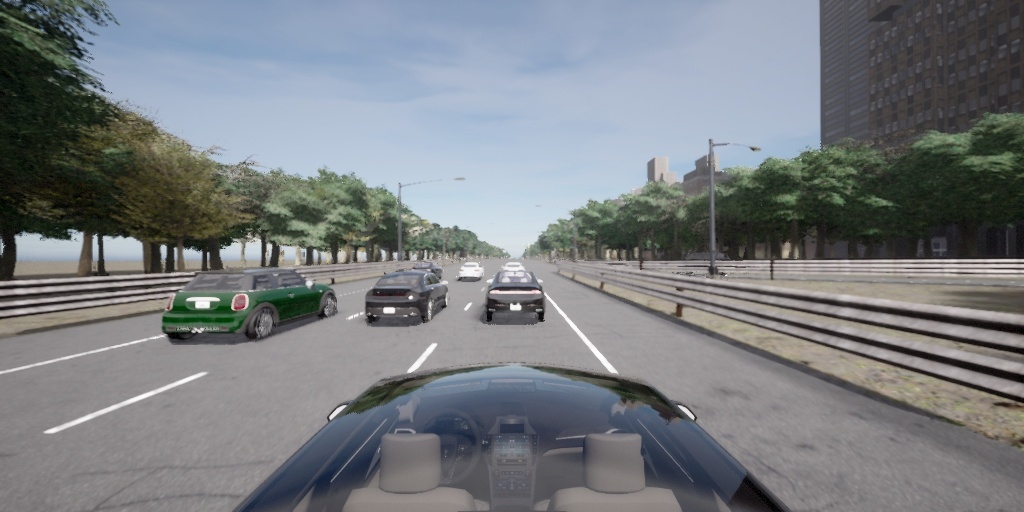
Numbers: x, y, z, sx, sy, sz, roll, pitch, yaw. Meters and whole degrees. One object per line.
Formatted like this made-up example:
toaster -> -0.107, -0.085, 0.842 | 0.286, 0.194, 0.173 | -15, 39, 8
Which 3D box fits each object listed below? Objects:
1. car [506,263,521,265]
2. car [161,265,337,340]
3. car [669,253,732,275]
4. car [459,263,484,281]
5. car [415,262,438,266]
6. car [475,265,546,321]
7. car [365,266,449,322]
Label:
car -> 0.124, 1.285, 30.483 | 1.812, 1.442, 4.674 | 0, 0, 0
car -> -6.896, 1.108, 10.118 | 2.097, 1.767, 4.553 | 0, 0, 0
car -> 17.342, 0.762, 33.323 | 2.150, 2.045, 5.566 | 0, -1, -30
car -> -3.390, 1.285, 30.459 | 1.812, 1.442, 4.674 | 0, 0, 0
car -> -6.891, 1.252, 29.285 | 2.128, 1.511, 4.902 | 0, 0, 0
car -> 0.103, 1.248, 12.545 | 2.128, 1.511, 4.902 | 0, 0, 0
car -> -3.396, 1.262, 12.342 | 1.837, 1.490, 4.892 | 0, 0, 0
